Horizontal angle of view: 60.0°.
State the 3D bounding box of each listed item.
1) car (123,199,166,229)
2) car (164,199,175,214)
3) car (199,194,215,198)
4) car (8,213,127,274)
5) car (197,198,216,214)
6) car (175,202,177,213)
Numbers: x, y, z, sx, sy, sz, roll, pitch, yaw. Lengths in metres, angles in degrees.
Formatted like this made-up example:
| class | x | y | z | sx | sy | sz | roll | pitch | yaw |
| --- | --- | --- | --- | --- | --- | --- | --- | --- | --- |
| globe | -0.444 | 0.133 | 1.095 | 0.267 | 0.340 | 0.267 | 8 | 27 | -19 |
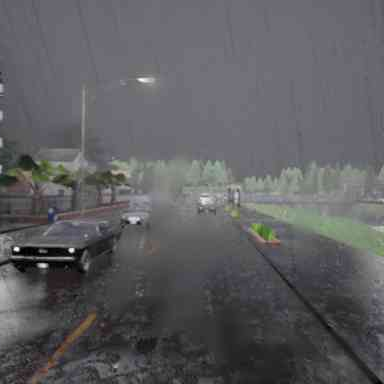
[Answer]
| class | x | y | z | sx | sy | sz | roll | pitch | yaw |
| --- | --- | --- | --- | --- | --- | --- | --- | --- | --- |
| car | -3.227 | 1.456 | 21.397 | 2.128 | 1.511 | 4.902 | 1 | 0 | 2 |
| car | -2.827 | 1.179 | 28.375 | 1.895 | 1.301 | 4.718 | 1 | 0 | 2 |
| car | 2.141 | 1.243 | 48.461 | 2.150 | 2.045 | 5.566 | 1 | 0 | 2 |
| car | -3.697 | 1.562 | 10.648 | 1.895 | 1.301 | 4.718 | 1 | 0 | 2 |
| car | 1.549 | 1.615 | 34.825 | 1.895 | 1.301 | 4.718 | 1 | 0 | 2 |
| car | -2.604 | 1.477 | 34.666 | 1.837 | 1.490 | 4.892 | 1 | 0 | 3 |
